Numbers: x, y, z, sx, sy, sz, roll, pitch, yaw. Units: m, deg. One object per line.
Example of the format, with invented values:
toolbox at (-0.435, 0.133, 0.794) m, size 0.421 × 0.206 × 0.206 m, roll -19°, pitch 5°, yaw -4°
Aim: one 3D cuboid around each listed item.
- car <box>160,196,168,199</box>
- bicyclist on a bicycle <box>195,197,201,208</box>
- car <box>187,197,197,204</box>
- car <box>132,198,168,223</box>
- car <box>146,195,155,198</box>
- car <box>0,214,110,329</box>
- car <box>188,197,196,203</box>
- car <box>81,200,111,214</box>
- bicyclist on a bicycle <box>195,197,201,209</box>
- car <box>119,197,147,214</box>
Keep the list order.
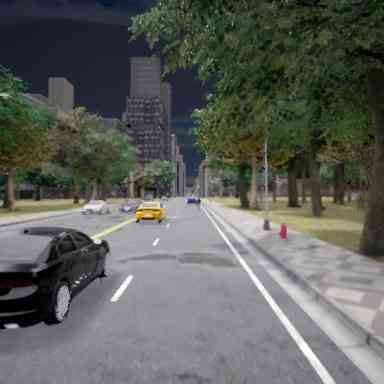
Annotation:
car at (-6.505, 1.602, 78.208) m, size 1.812 × 1.442 × 4.674 m, roll 0°, pitch 0°, yaw 0°
bicyclist on a bicycle at (0.890, 1.588, 51.461) m, size 0.866 × 1.612 × 1.509 m, roll 0°, pitch 0°, yaw 0°
car at (0.021, 1.725, 69.105) m, size 1.882 × 1.535 × 5.008 m, roll 0°, pitch -1°, yaw 1°
car at (-3.152, 1.520, 26.275) m, size 1.882 × 1.535 × 5.008 m, roll 0°, pitch 0°, yaw 0°
car at (-9.755, 1.454, 76.425) m, size 2.097 × 1.767 × 4.553 m, roll 0°, pitch 0°, yaw 0°
car at (-3.150, 1.481, 7.129) m, size 1.882 × 1.535 × 5.008 m, roll 0°, pitch 0°, yaw 0°
car at (-0.005, 1.858, 78.649) m, size 1.994 × 1.385 × 4.181 m, roll 0°, pitch 0°, yaw 0°
car at (-9.845, 1.597, 34.241) m, size 1.812 × 1.442 × 4.674 m, roll 0°, pitch 0°, yaw 0°
bicyclist on a bicycle at (0.891, 1.478, 42.147) m, size 0.659 × 1.776 × 1.843 m, roll 0°, pitch 0°, yaw 0°
car at (-6.594, 1.571, 36.086) m, size 2.128 × 1.511 × 4.902 m, roll 0°, pitch 0°, yaw 0°
